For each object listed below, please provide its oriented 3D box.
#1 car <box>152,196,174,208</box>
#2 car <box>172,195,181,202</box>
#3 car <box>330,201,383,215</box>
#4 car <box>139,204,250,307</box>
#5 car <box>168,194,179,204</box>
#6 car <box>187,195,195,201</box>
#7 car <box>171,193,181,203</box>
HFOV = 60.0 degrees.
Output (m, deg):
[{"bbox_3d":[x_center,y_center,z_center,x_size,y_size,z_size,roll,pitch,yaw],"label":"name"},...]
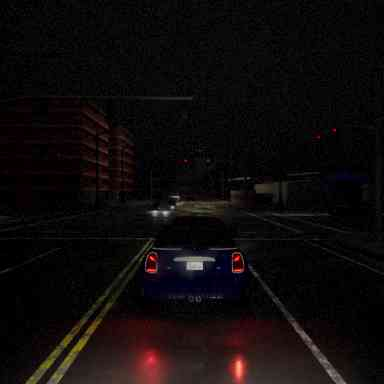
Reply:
[{"bbox_3d":[-3.693,1.518,40.578,2.033,1.411,5.357,0,0,0],"label":"car"},{"bbox_3d":[-3.684,1.540,79.682,2.033,1.411,5.357,0,0,0],"label":"car"},{"bbox_3d":[16.391,1.601,33.204,4.718,1.301,1.895,0,0,0],"label":"car"},{"bbox_3d":[0.056,1.352,8.117,2.097,1.767,4.553,0,0,0],"label":"car"},{"bbox_3d":[-3.716,1.547,55.504,2.033,1.411,5.357,0,0,0],"label":"car"},{"bbox_3d":[-0.185,1.500,80.353,1.837,1.490,4.892,0,0,0],"label":"car"},{"bbox_3d":[-3.660,1.221,69.317,2.150,2.045,5.566,0,0,0],"label":"car"}]
